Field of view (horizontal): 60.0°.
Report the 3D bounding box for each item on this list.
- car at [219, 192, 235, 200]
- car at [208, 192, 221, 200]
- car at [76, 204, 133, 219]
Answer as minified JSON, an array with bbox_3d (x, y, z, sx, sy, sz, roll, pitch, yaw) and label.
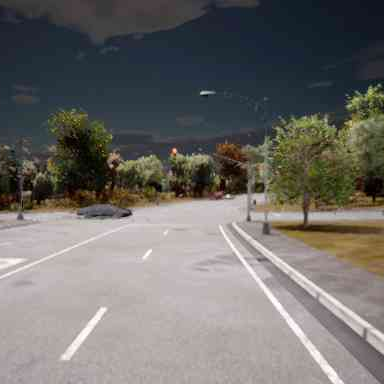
[{"bbox_3d":[9.165,1.374,84.193,1.895,1.301,4.718,0,3,28],"label":"car"},{"bbox_3d":[6.210,1.016,86.075,2.150,2.045,5.566,0,3,28],"label":"car"},{"bbox_3d":[-8.692,1.911,33.207,5.357,1.411,2.033,0,-1,3],"label":"car"}]
